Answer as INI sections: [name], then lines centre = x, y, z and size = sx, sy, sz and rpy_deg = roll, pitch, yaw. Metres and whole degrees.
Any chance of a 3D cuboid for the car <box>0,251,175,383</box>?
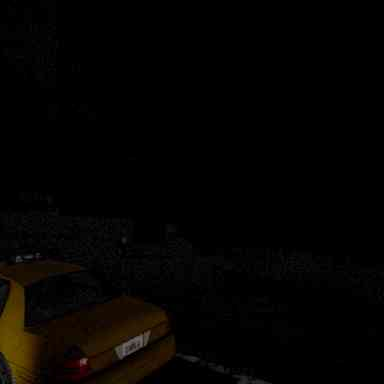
[car]
centre = -2.477, 1.525, 4.726
size = 4.829, 1.417, 1.752
rpy_deg = 0, 0, 35
